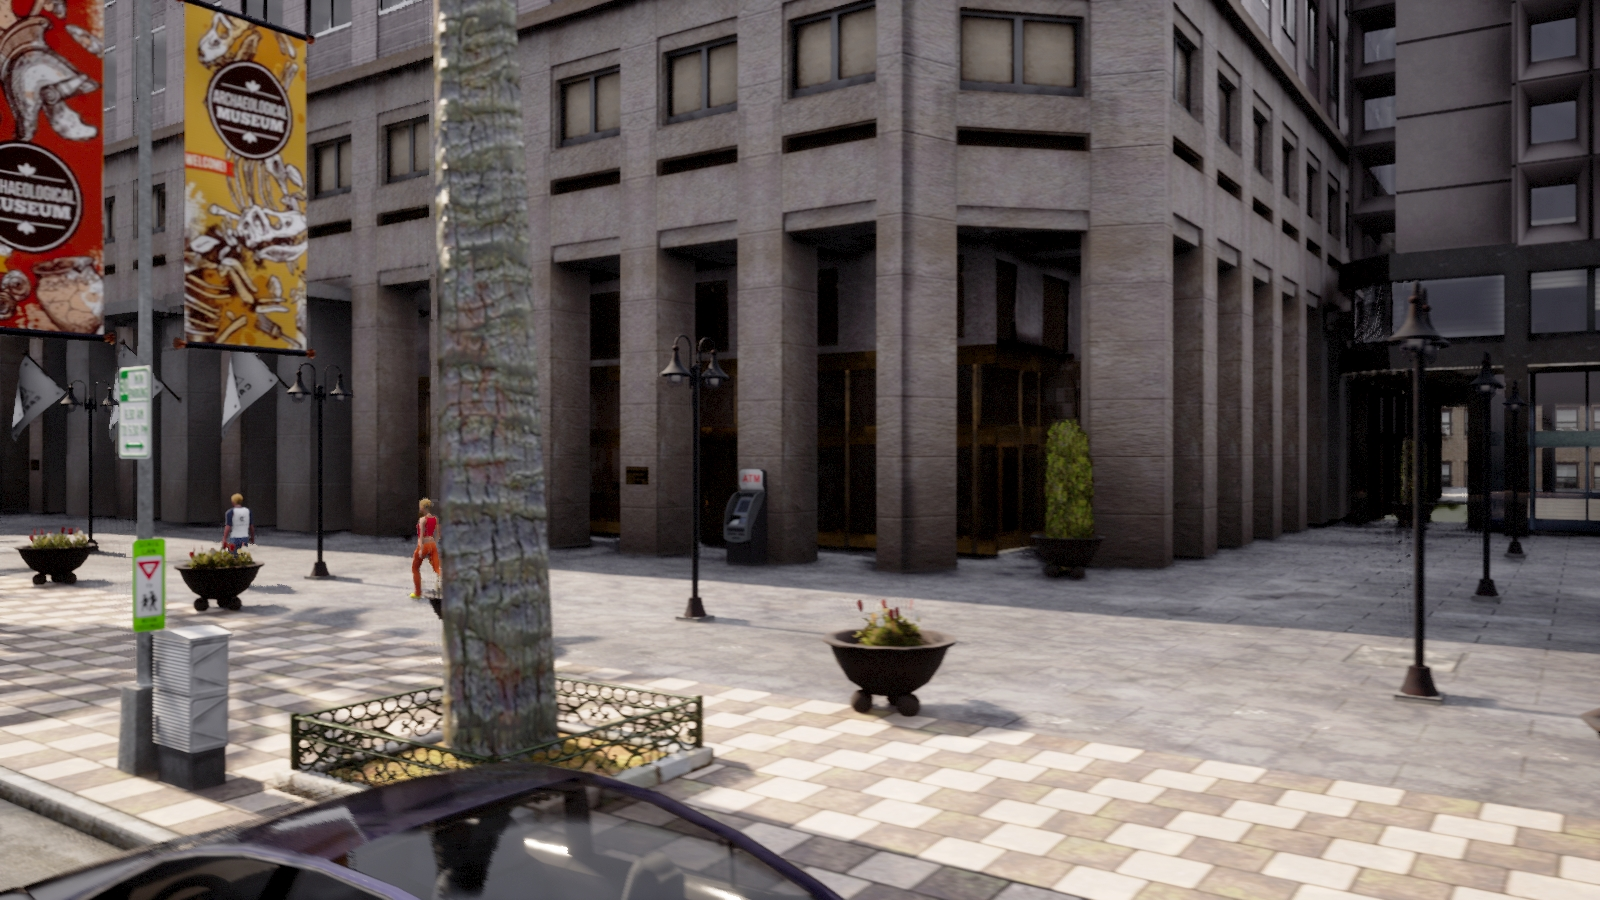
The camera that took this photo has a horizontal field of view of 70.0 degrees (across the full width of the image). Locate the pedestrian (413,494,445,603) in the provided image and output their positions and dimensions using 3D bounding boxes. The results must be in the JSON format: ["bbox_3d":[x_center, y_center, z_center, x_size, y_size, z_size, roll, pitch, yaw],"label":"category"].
[{"bbox_3d":[-6.447,1.700,19.876,0.375,1.860,0.375,0,0,32],"label":"pedestrian"}]

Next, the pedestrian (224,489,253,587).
[{"bbox_3d":[-10.837,1.693,22.065,0.375,1.860,0.375,0,0,38],"label":"pedestrian"}]
